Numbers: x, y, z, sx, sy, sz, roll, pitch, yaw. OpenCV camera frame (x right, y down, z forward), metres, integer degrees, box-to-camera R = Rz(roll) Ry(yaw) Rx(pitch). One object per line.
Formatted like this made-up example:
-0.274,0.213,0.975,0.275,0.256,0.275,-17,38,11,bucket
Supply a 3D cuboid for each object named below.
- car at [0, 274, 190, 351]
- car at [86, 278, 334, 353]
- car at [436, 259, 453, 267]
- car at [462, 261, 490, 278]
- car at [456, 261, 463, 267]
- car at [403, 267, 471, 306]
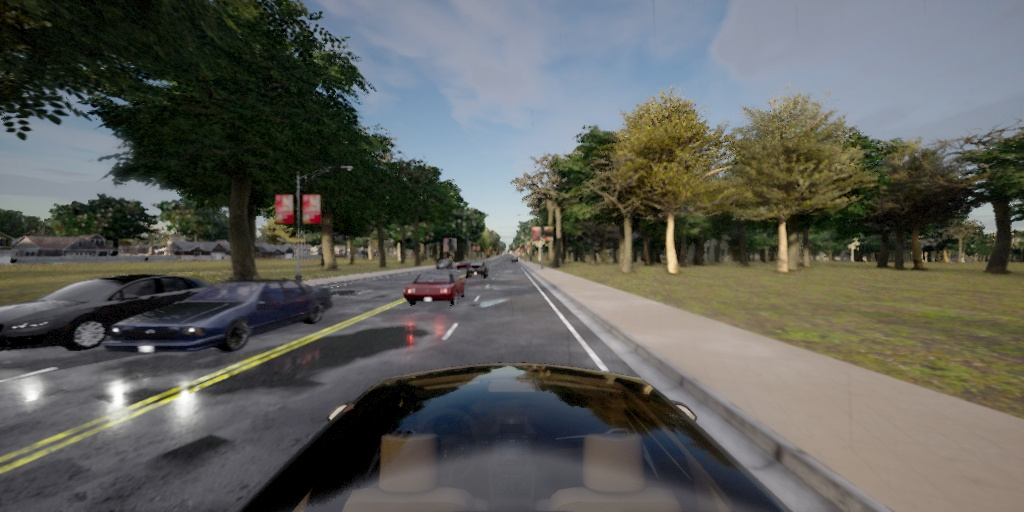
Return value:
-9.853,1.250,9.067,1.837,1.490,4.892,0,0,0,car
-6.603,1.292,9.134,2.033,1.411,5.357,0,0,0,car
-9.816,1.242,52.328,2.128,1.511,4.902,0,0,0,car
-3.153,1.244,33.268,1.837,1.490,4.892,0,0,0,car
-6.580,1.349,50.071,1.895,1.301,4.718,0,0,0,car
-3.151,1.341,15.683,1.895,1.301,4.718,0,0,0,car
